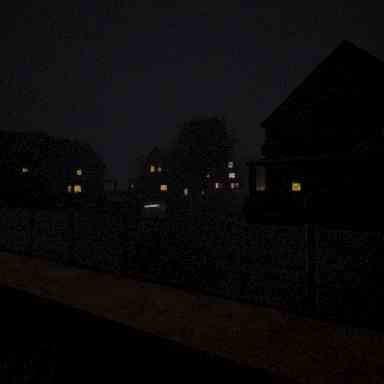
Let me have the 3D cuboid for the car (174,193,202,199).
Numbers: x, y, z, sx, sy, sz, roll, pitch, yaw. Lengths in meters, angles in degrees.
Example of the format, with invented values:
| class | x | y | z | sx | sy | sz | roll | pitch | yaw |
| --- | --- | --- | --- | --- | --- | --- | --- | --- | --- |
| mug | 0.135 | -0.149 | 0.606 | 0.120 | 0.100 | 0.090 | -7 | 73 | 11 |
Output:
| class | x | y | z | sx | sy | sz | roll | pitch | yaw |
| --- | --- | --- | --- | --- | --- | --- | --- | --- | --- |
| car | -0.348 | 0.782 | 37.160 | 1.994 | 1.385 | 4.181 | 1 | 2 | 36 |

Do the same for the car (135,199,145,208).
| class | x | y | z | sx | sy | sz | roll | pitch | yaw |
| --- | --- | --- | --- | --- | --- | --- | --- | --- | --- |
| car | -6.407 | 1.009 | 28.693 | 2.033 | 1.411 | 5.357 | 1 | 2 | 35 |

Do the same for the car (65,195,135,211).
| class | x | y | z | sx | sy | sz | roll | pitch | yaw |
| --- | --- | --- | --- | --- | --- | --- | --- | --- | --- |
| car | -6.626 | 1.117 | 23.302 | 1.837 | 1.490 | 4.892 | 1 | 2 | 35 |

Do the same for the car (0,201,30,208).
| class | x | y | z | sx | sy | sz | roll | pitch | yaw |
| --- | --- | --- | --- | --- | --- | --- | --- | --- | --- |
| car | -12.509 | 1.257 | 20.136 | 2.033 | 1.411 | 5.357 | 1 | 2 | 35 |

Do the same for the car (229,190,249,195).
| class | x | y | z | sx | sy | sz | roll | pitch | yaw |
| --- | --- | --- | --- | --- | --- | --- | --- | --- | --- |
| car | 6.845 | 0.437 | 47.156 | 1.837 | 1.490 | 4.892 | 1 | 2 | 36 |
